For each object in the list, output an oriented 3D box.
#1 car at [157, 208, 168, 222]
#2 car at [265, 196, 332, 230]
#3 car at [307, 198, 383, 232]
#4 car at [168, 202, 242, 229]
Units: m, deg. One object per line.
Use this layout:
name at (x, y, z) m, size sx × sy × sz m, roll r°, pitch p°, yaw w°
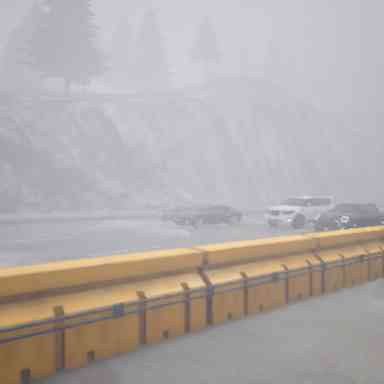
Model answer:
car at (-0.315, 1.504, 25.185) m, size 4.902 × 1.511 × 2.128 m, roll 0°, pitch 0°, yaw -35°
car at (7.315, 1.268, 21.981) m, size 5.566 × 2.045 × 2.150 m, roll 1°, pitch 0°, yaw -35°
car at (8.957, 1.400, 18.860) m, size 4.553 × 1.767 × 2.097 m, roll 0°, pitch 0°, yaw -35°
car at (1.136, 1.522, 21.926) m, size 4.892 × 1.490 × 1.837 m, roll 0°, pitch 0°, yaw -35°
